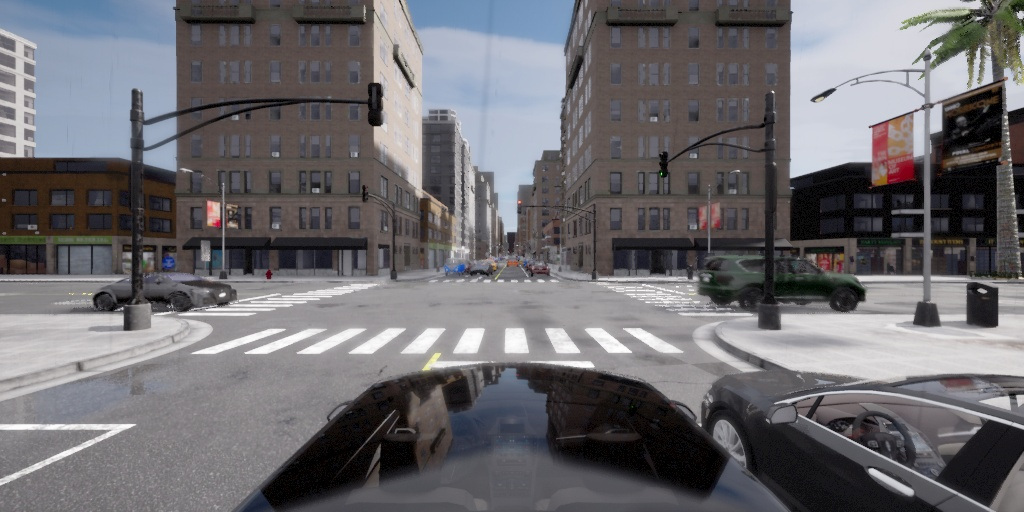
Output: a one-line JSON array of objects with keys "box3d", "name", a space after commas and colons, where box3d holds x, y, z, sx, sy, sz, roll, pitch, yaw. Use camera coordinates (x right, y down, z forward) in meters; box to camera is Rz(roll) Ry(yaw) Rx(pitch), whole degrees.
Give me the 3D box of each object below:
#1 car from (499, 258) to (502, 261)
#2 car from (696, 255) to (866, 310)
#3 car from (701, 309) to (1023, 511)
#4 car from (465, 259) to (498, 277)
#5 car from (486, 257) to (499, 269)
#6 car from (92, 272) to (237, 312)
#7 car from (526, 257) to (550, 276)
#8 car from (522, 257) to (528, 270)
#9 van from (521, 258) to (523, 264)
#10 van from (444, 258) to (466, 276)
[{"box3d": [-2.968, 1.354, 56.228, 1.895, 1.301, 4.718, 0, 0, 0], "name": "car"}, {"box3d": [10.118, 0.993, 13.778, 5.566, 2.045, 2.150, 0, 0, 0], "name": "car"}, {"box3d": [2.668, 1.300, 1.749, 2.007, 1.370, 4.403, 0, 0, 0], "name": "car"}, {"box3d": [-2.997, 1.300, 36.608, 2.033, 1.411, 5.357, 0, 0, 4], "name": "car"}, {"box3d": [-3.001, 1.231, 46.309, 1.882, 1.535, 5.008, 0, 0, 0], "name": "car"}, {"box3d": [-13.003, 1.299, 13.606, 4.181, 1.385, 1.994, 0, 0, -1], "name": "car"}, {"box3d": [2.743, 1.192, 36.399, 1.967, 1.591, 4.097, 0, 0, 0], "name": "car"}, {"box3d": [2.771, 1.193, 47.737, 1.967, 1.591, 4.097, 0, 0, 0], "name": "car"}, {"box3d": [2.799, 1.094, 59.076, 1.690, 1.789, 3.998, 0, 0, 0], "name": "van"}, {"box3d": [-5.782, 1.093, 36.418, 1.690, 1.789, 3.998, 0, 0, 0], "name": "van"}]
